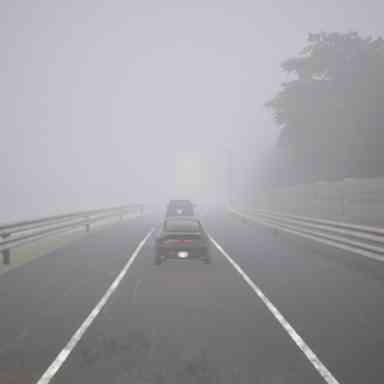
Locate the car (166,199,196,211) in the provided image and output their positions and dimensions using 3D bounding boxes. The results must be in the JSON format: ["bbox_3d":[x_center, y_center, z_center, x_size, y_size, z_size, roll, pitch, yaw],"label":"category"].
[{"bbox_3d":[-0.853,1.573,26.346,2.150,2.045,5.566,0,0,0],"label":"car"}]

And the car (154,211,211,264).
[{"bbox_3d":[-0.376,1.677,12.533,1.837,1.490,4.892,0,0,-2],"label":"car"}]
